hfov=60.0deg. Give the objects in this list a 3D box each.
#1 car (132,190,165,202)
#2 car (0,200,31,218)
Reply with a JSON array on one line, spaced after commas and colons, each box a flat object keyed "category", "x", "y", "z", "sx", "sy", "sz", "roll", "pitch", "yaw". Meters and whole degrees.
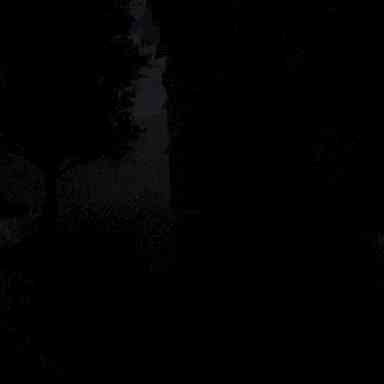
[{"category": "car", "x": -5.088, "y": 0.420, "z": 39.478, "sx": 1.994, "sy": 1.385, "sz": 4.181, "roll": -3, "pitch": 1, "yaw": 35}, {"category": "car", "x": -13.516, "y": 1.241, "z": 23.046, "sx": 2.033, "sy": 1.411, "sz": 5.357, "roll": -2, "pitch": 1, "yaw": 7}]
